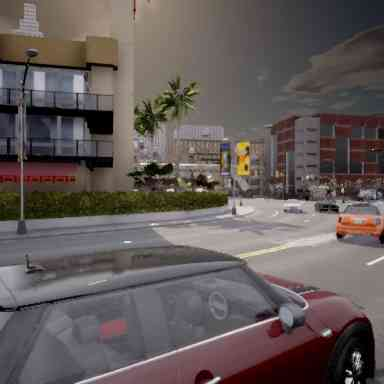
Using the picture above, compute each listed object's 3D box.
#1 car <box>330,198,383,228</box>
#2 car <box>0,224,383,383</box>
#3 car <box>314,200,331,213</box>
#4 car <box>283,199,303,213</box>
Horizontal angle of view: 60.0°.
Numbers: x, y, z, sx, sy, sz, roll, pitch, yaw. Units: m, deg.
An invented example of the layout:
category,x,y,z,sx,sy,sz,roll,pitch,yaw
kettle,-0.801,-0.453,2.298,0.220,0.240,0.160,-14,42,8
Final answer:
category,x,y,z,sx,sy,sz,roll,pitch,yaw
car,8.789,1.345,16.452,2.097,1.767,4.553,0,0,40
car,-0.095,1.349,3.331,4.553,1.767,2.097,0,0,-38
car,14.562,1.584,36.112,1.895,1.301,4.718,0,0,13
car,10.933,1.506,36.074,1.812,1.442,4.674,0,0,14
